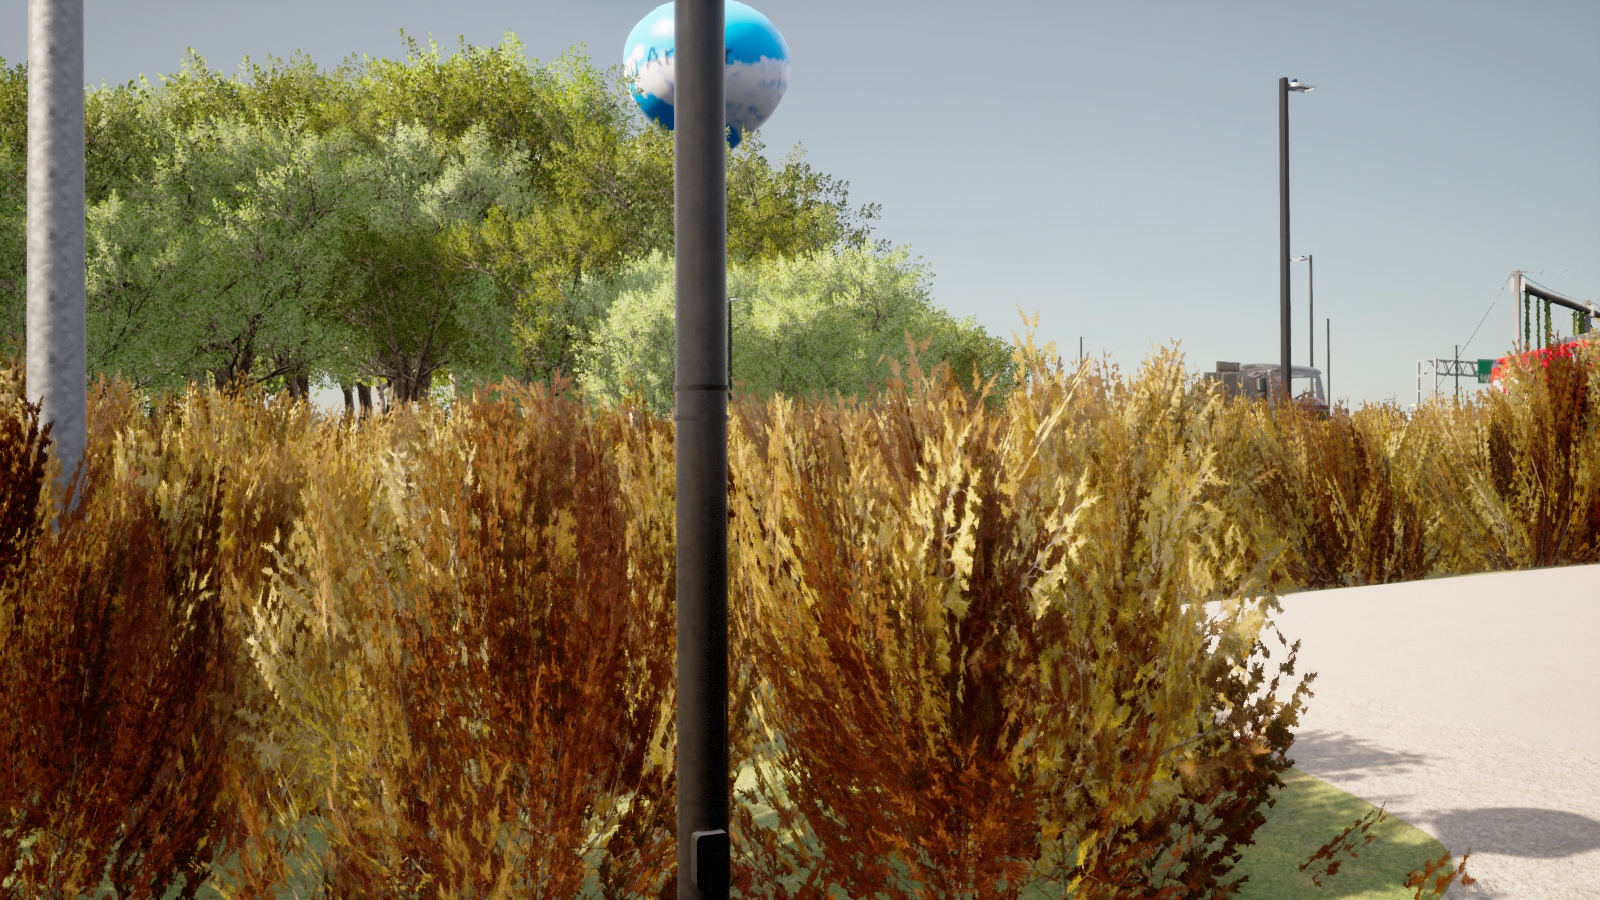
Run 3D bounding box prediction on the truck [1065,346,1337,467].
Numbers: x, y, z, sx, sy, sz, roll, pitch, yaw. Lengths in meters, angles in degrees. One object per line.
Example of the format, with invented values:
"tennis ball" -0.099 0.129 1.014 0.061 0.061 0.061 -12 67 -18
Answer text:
"truck" 12.520 -1.217 39.986 2.891 3.462 7.936 -1 0 -38
